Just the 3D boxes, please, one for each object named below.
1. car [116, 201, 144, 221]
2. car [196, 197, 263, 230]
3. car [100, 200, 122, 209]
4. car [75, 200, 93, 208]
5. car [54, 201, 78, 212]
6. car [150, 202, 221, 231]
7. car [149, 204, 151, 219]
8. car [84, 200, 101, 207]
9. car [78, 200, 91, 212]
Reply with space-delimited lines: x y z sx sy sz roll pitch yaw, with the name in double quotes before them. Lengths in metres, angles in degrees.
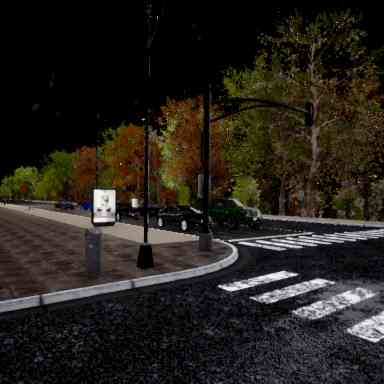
"car" -6.297 1.714 29.605 1.837 1.490 4.892 1 -1 -35
"car" 2.280 1.368 22.908 2.150 2.045 5.566 1 -1 -36
"car" -14.256 2.124 58.589 2.128 1.511 4.902 1 -1 -35
"car" -19.897 2.168 61.016 1.812 1.442 4.674 1 -1 -35
"car" -17.772 1.965 46.303 2.033 1.411 5.357 1 -1 -34
"car" -0.562 1.611 21.320 1.837 1.490 4.892 1 -1 -35
"car" -3.903 1.822 31.861 1.994 1.385 4.181 1 -1 -34
"car" -19.990 2.299 66.874 1.994 1.385 4.181 1 -1 -35
"car" -13.990 1.918 46.515 1.882 1.535 5.008 1 -1 -34
